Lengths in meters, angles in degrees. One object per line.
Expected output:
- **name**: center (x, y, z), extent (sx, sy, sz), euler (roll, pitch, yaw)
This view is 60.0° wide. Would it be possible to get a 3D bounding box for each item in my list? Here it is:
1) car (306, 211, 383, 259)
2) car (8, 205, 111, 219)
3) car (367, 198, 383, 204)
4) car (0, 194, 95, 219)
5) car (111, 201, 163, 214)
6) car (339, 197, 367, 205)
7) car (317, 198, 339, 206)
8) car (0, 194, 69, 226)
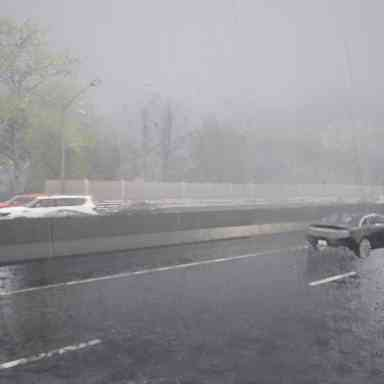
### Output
- **car**: center (6.357, 1.492, 12.584), extent (4.902, 1.511, 2.128), euler (0, 0, -36)
- **car**: center (-6.540, 1.563, 16.527), extent (4.181, 1.385, 1.994), euler (0, 0, -36)
- **car**: center (25.408, 1.556, 43.608), extent (4.674, 1.442, 1.812), euler (0, 0, -35)
- **car**: center (-8.365, 1.220, 19.523), extent (5.566, 2.045, 2.150), euler (0, 0, -36)
- **car**: center (-4.677, 1.504, 26.453), extent (4.892, 1.490, 1.837), euler (0, 0, -35)
- **car**: center (23.065, 1.507, 46.234), extent (5.008, 1.535, 1.882), euler (0, 0, -35)
- **car**: center (20.582, 1.576, 48.749), extent (5.357, 1.411, 2.033), euler (0, 0, -35)
- **car**: center (-12.243, 1.211, 24.393), extent (5.566, 2.045, 2.150), euler (-2, 1, -38)
